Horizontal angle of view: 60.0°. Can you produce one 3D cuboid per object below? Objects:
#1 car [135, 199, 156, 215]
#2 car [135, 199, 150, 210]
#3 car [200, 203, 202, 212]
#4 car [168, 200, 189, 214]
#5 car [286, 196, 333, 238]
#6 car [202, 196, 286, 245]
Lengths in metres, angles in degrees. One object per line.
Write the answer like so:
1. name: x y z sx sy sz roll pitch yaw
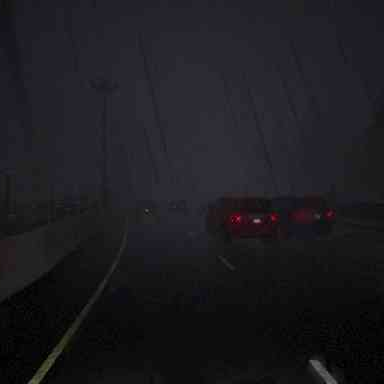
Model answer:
1. car: -4.764 1.505 34.307 1.837 1.490 4.892 0 0 -11
2. car: -6.678 1.601 44.542 1.895 1.301 4.718 0 0 -11
3. car: 2.160 1.503 35.371 1.837 1.490 4.892 0 0 -11
4. car: -1.540 1.547 36.117 2.033 1.411 5.357 0 0 -10
5. car: 5.312 1.223 17.937 2.150 2.045 5.566 0 0 -9
6. car: 2.140 1.221 15.678 2.150 2.045 5.566 0 0 -8
